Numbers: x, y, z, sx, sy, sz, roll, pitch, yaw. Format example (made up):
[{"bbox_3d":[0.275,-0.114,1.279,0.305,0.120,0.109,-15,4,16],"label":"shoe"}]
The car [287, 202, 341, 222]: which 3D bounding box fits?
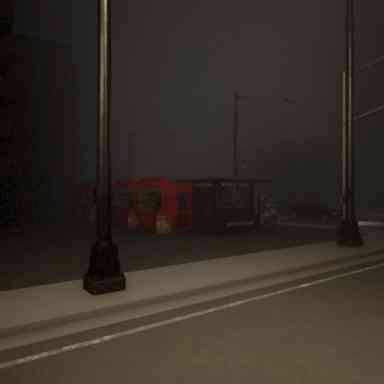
[{"bbox_3d":[10.277,1.605,27.731,1.837,1.490,4.892,0,0,-36],"label":"car"}]
